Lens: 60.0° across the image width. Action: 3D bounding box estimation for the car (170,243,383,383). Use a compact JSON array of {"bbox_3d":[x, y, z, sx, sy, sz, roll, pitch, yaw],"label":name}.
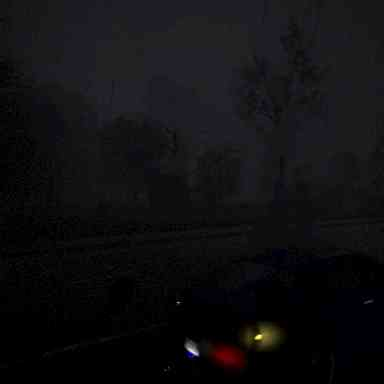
[{"bbox_3d":[1.898,1.522,4.951,4.674,1.442,1.812,0,0,-34],"label":"car"}]
